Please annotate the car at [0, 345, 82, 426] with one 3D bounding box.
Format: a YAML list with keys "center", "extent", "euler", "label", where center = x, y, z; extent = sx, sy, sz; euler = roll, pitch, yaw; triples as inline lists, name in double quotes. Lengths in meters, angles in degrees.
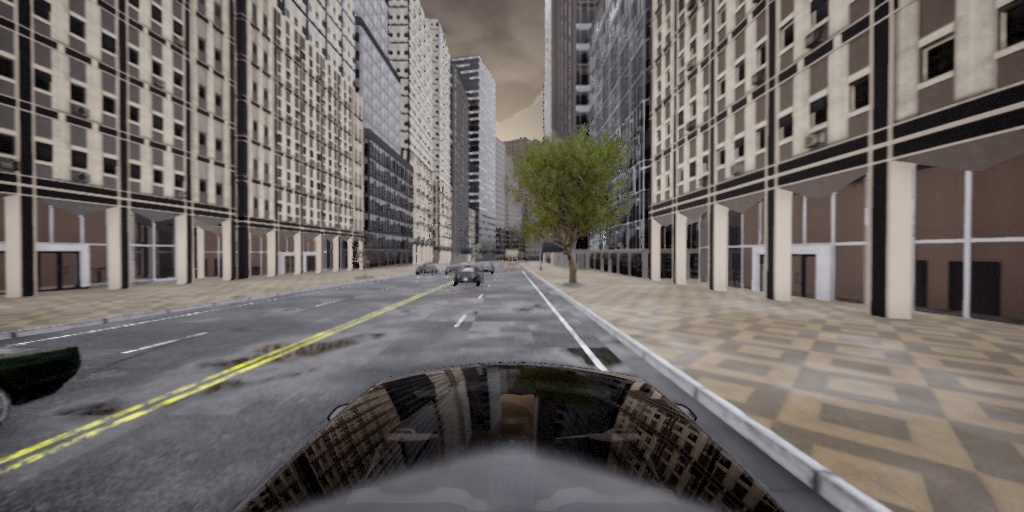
- center: [-6.595, 1.354, 2.427]
  extent: [1.895, 1.301, 4.718]
  euler: [0, 0, 0]
  label: "car"

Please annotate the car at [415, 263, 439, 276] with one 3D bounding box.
- center: [-9.843, 1.552, 41.714]
  extent: [1.994, 1.385, 4.181]
  euler: [0, 0, 0]
  label: "car"

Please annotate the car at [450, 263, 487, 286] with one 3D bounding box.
- center: [-3.155, 1.424, 26.614]
  extent: [1.812, 1.442, 4.674]
  euler: [0, 0, 0]
  label: "car"

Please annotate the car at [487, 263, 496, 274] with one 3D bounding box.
- center: [-3.160, 1.561, 45.583]
  extent: [2.033, 1.411, 5.357]
  euler: [0, 0, 0]
  label: "car"

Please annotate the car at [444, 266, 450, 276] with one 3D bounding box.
- center: [-6.594, 1.553, 41.769]
  extent: [1.994, 1.385, 4.181]
  euler: [0, 0, 0]
  label: "car"

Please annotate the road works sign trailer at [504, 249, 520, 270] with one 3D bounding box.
- center: [-0.007, 0.568, 61.619]
  extent: [2.380, 3.560, 2.880]
  euler: [0, 0, 1]
  label: "road works sign trailer"
